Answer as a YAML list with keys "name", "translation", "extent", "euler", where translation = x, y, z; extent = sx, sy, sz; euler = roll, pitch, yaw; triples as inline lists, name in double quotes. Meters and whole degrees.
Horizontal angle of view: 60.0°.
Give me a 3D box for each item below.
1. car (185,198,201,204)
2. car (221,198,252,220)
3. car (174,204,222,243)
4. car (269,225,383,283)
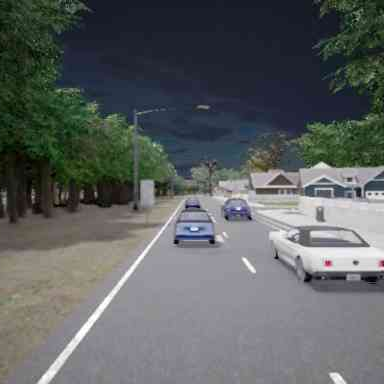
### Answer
- name: "car"
  translation: [0.091, 1.400, 42.696]
  extent: [1.994, 1.385, 4.181]
  euler: [0, 0, 0]
- name: "car"
  translation: [3.594, 1.308, 27.783]
  extent: [2.097, 1.767, 4.553]
  euler: [0, 0, 0]
- name: "car"
  translation: [0.098, 1.548, 16.040]
  extent: [2.033, 1.411, 5.357]
  euler: [0, 0, 0]
- name: "car"
  translation: [3.599, 1.603, 9.609]
  extent: [1.895, 1.301, 4.718]
  euler: [0, 0, 0]
